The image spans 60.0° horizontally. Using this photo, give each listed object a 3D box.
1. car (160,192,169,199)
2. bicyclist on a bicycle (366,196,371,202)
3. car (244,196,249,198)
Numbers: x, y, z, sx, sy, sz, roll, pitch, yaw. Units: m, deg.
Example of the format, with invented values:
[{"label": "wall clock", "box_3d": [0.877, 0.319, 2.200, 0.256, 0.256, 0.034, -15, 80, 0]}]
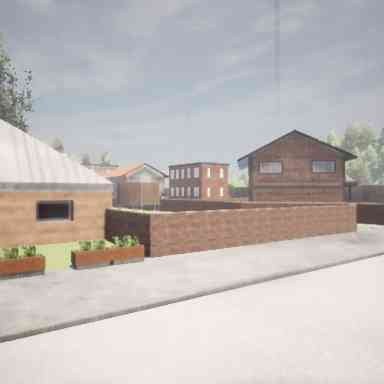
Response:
[{"label": "car", "box_3d": [-3.914, 0.970, 46.050, 1.905, 1.878, 3.866, 0, 0, -35]}, {"label": "bicyclist on a bicycle", "box_3d": [24.852, 1.347, 46.766, 1.656, 1.620, 0.582, 0, 0, -36]}, {"label": "car", "box_3d": [10.202, 1.532, 59.899, 1.812, 1.442, 4.674, 0, 0, -36]}]
